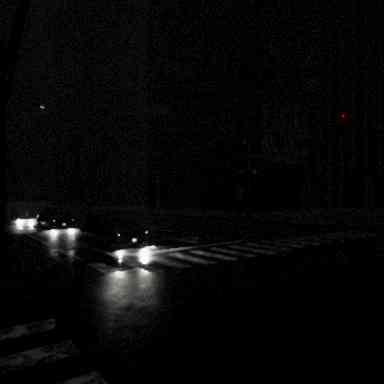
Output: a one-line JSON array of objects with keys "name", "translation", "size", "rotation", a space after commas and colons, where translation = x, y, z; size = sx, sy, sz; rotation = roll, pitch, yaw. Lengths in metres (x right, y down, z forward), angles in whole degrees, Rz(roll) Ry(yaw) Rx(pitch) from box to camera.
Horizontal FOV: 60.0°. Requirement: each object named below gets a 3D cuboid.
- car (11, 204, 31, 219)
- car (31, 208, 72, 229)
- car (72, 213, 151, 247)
[{"name": "car", "translation": [-18.859, 2.134, 37.060], "size": [2.128, 1.511, 4.902], "rotation": [0, -1, -36]}, {"name": "car", "translation": [-10.625, 1.959, 25.744], "size": [2.033, 1.411, 5.357], "rotation": [0, -1, -36]}, {"name": "car", "translation": [-4.097, 1.779, 16.795], "size": [2.033, 1.411, 5.357], "rotation": [0, -1, -36]}]
